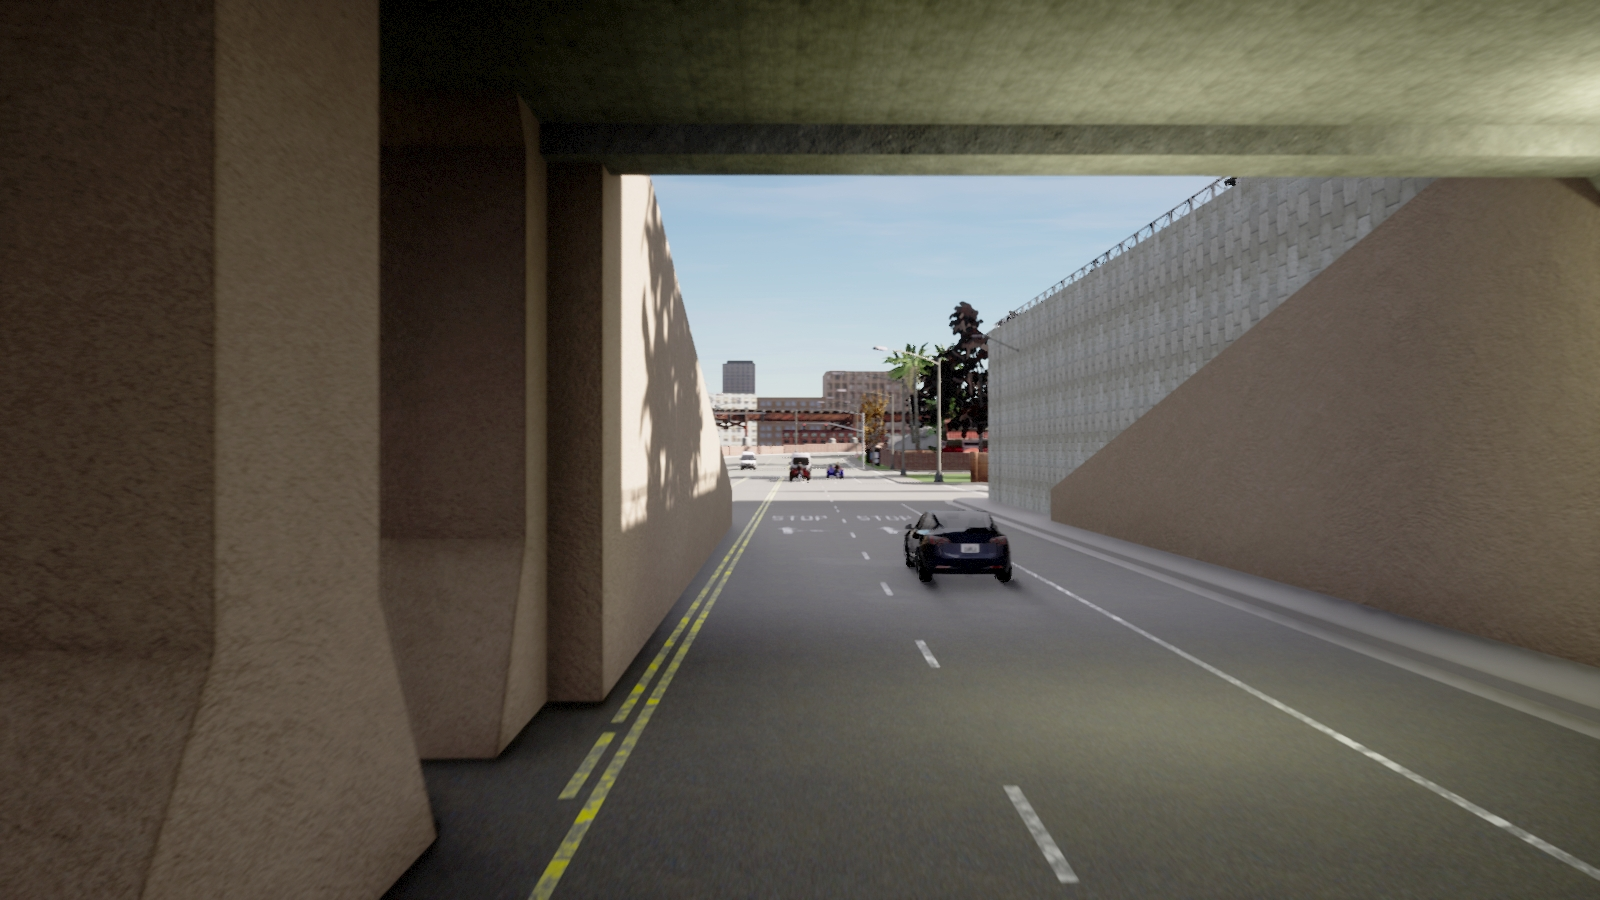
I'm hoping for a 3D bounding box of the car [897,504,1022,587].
[{"bbox_3d":[3.462,2.063,25.751,2.163,1.488,4.792,0,0,0],"label":"car"}]
